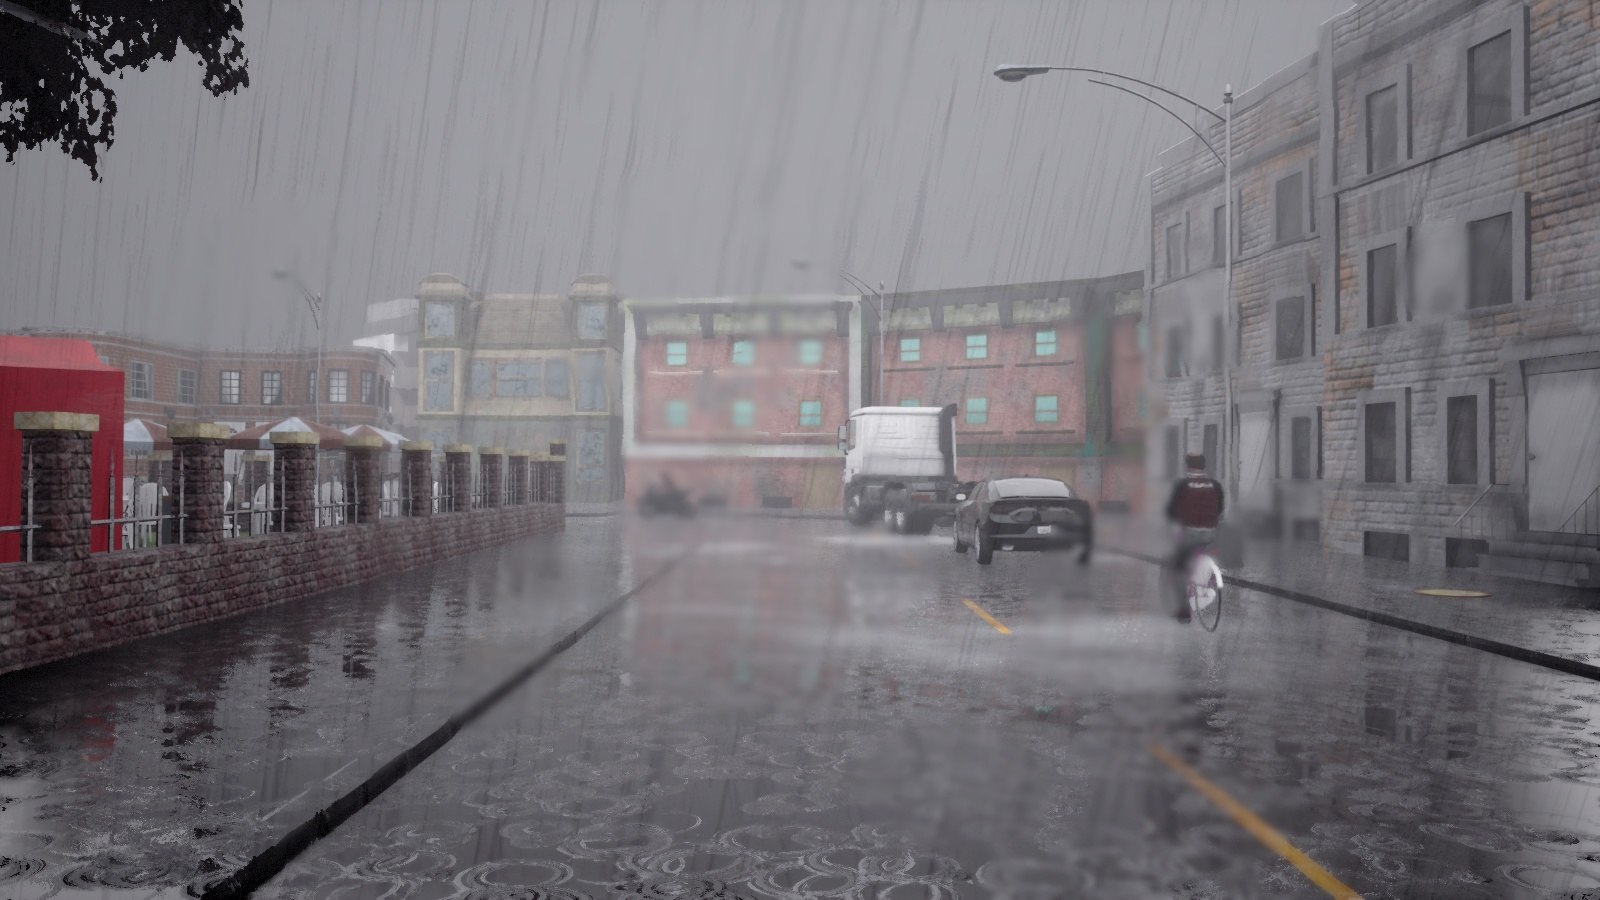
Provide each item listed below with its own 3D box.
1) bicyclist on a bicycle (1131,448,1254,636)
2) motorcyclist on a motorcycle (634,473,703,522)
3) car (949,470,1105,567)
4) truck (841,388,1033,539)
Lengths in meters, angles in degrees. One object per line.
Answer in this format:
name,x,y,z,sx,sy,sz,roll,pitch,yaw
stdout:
bicyclist on a bicycle,3.964,0.884,12.833,0.659,1.776,1.843,0,-1,0
motorcyclist on a motorcycle,-4.164,1.482,39.784,2.044,1.523,0.797,-1,-1,17
car,3.937,1.156,22.646,1.882,1.535,5.008,0,-1,0
truck,3.311,0.372,32.900,2.891,3.462,7.936,0,-1,-10
